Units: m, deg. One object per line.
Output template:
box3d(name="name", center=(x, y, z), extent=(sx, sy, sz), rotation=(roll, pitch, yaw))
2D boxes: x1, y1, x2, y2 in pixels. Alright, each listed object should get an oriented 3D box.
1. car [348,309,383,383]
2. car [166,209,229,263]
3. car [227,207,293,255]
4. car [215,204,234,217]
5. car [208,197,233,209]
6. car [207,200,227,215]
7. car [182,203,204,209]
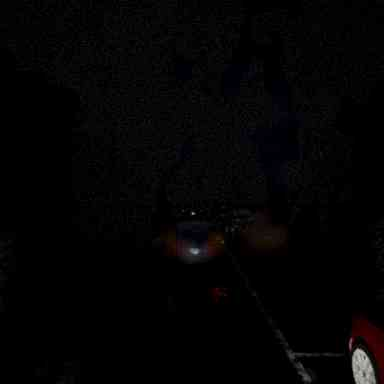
box3d(name="car", center=(2.637, 1.548, 2.063), extent=(1.887, 1.381, 4.507), rotation=(0, 0, 0))
box3d(name="car", center=(0.089, 1.546, 11.951), extent=(1.812, 1.442, 4.674), rotation=(0, 0, 0))
box3d(name="car", center=(2.632, 1.549, 13.324), extent=(1.752, 1.417, 4.829), rotation=(0, 0, 0))
box3d(name="car", center=(2.630, 1.590, 18.698), extent=(2.008, 1.369, 4.403), rotation=(0, 0, 0))
box3d(name="car", center=(2.626, 1.386, 29.790), extent=(2.192, 1.841, 5.009), rotation=(0, 0, 0))
box3d(name="car", center=(2.625, 1.613, 35.505), extent=(1.752, 1.417, 4.829), rotation=(0, 0, 0))
box3d(name="car", center=(0.079, 1.630, 28.011), extent=(1.994, 1.385, 4.181), rotation=(0, 0, 0))
